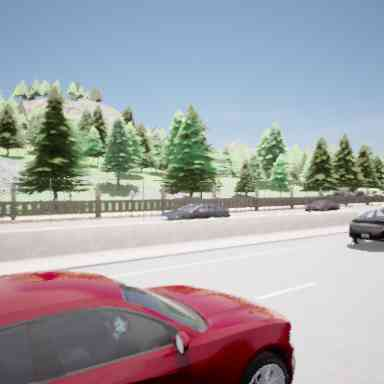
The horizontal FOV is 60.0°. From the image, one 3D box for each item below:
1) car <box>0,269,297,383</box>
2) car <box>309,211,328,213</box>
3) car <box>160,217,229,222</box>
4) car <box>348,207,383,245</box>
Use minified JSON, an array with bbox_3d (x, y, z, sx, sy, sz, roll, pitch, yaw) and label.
[{"bbox_3d":[-1.156,1.477,2.923,5.008,1.535,1.882,0,0,-35],"label":"car"},{"bbox_3d":[13.970,1.534,35.508,4.181,1.385,1.994,0,0,-35],"label":"car"},{"bbox_3d":[0.275,1.481,21.387,4.902,1.511,2.128,0,0,-36],"label":"car"},{"bbox_3d":[8.644,1.477,14.213,4.902,1.511,2.128,0,0,-36],"label":"car"}]
